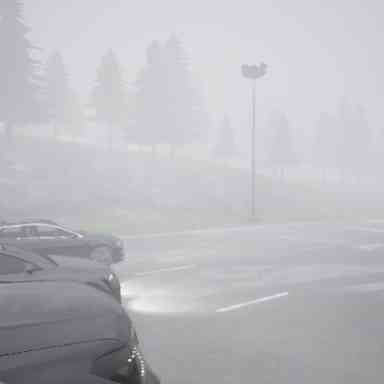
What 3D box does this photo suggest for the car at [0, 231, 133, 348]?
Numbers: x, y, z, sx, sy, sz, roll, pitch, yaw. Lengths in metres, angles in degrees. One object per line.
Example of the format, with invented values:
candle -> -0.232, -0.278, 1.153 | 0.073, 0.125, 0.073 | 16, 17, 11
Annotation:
car -> -3.362, 1.568, 5.647 | 4.181, 1.385, 1.994 | 1, 0, -35

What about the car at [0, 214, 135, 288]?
car -> -4.304, 1.508, 9.275 | 4.902, 1.511, 2.128 | 1, 0, -35

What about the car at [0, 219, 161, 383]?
car -> -2.885, 1.209, 1.687 | 5.566, 2.045, 2.150 | 0, 0, -35
